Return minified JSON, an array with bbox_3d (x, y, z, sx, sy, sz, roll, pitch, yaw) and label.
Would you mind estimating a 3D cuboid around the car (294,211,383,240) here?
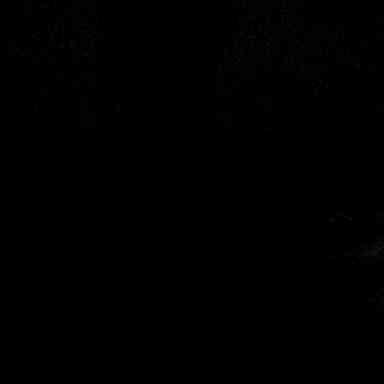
[{"bbox_3d":[8.844,1.994,20.744,4.892,1.521,2.231,1,-2,40],"label":"car"}]
